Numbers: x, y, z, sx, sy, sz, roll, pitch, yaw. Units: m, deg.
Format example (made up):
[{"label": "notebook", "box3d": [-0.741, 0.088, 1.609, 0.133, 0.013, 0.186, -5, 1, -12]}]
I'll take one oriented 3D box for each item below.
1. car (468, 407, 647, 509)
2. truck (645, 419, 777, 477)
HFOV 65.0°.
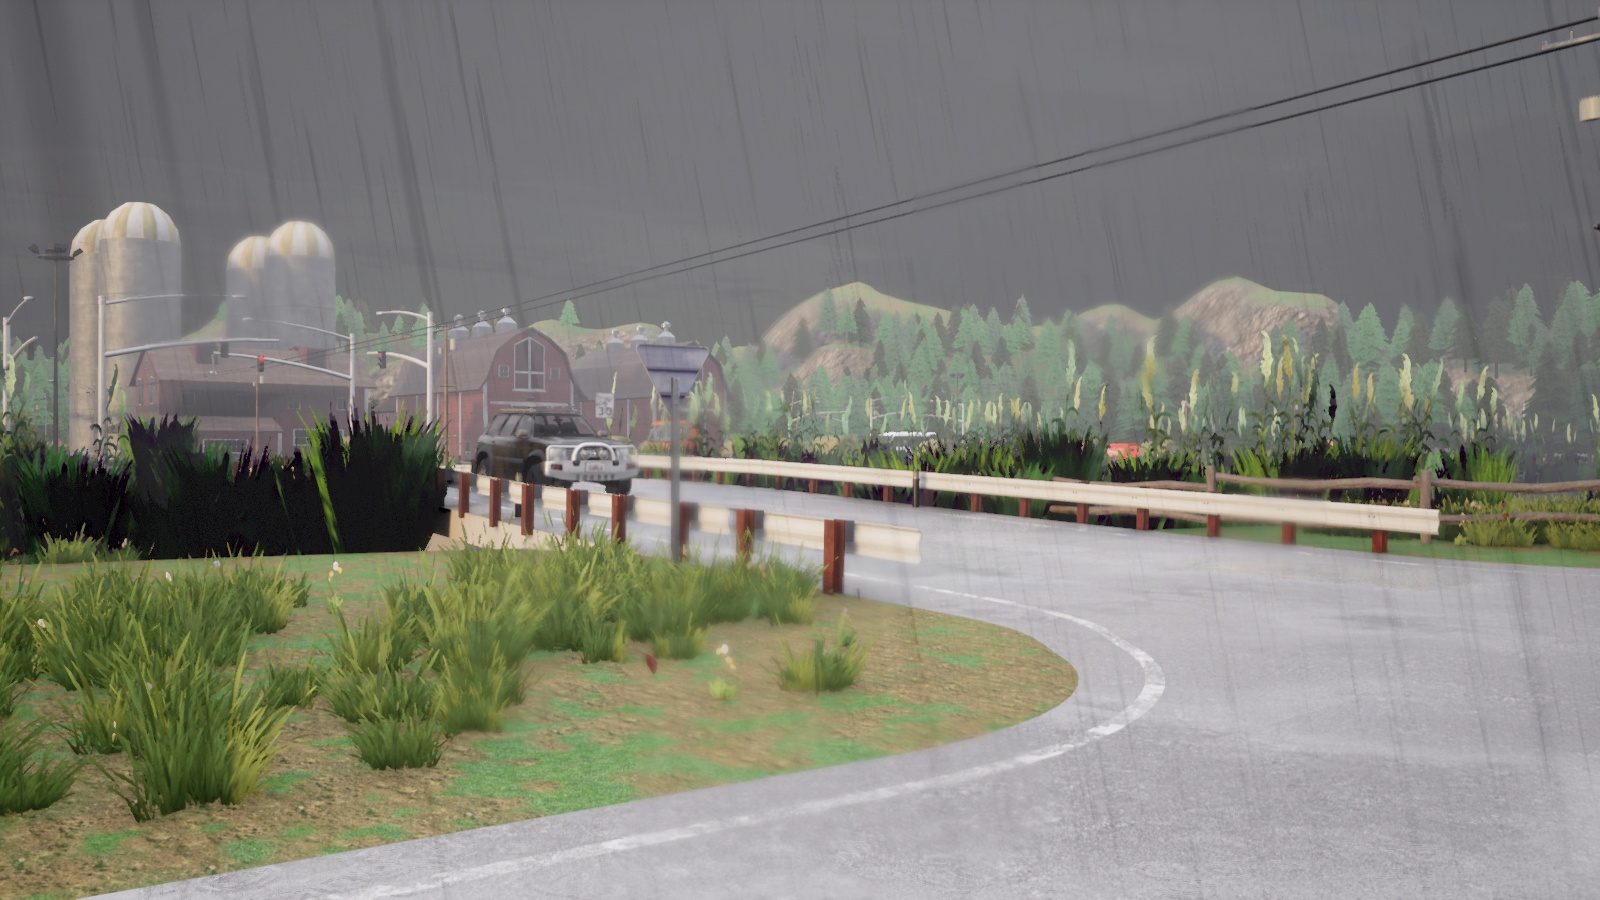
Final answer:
[{"label": "car", "box3d": [-4.995, 0.073, 25.298, 1.932, 1.855, 4.605, 0, 2, -33]}, {"label": "truck", "box3d": [-5.490, -0.105, 78.228, 7.936, 3.462, 2.891, 0, 0, -38]}]
